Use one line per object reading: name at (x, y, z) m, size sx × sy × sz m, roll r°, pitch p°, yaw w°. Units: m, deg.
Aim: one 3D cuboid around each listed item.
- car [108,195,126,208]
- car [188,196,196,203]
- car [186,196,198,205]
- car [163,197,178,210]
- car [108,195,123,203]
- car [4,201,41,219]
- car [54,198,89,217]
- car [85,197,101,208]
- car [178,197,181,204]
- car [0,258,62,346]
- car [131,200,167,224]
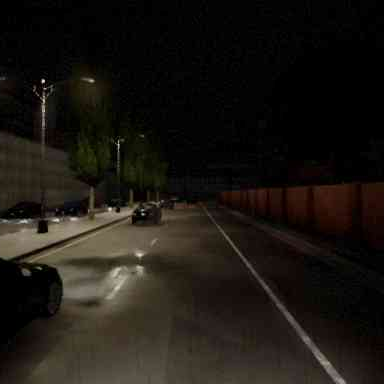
car at (-11.562, 1.674, 51.593) m, size 2.033 × 1.411 × 5.357 m, roll 0°, pitch 0°, yaw 0°
car at (0.002, 1.630, 70.820) m, size 1.812 × 1.442 × 4.674 m, roll 0°, pitch 0°, yaw 0°
car at (0.002, 1.653, 60.561) m, size 1.837 × 1.490 × 4.892 m, roll 0°, pitch 0°, yaw 0°
car at (-3.399, 1.658, 45.399) m, size 2.033 × 1.411 × 5.357 m, roll 0°, pitch 0°, yaw 0°
car at (-14.998, 1.378, 65.458) m, size 1.837 × 1.490 × 4.892 m, roll 0°, pitch 0°, yaw 0°
car at (-15.096, 1.600, 30.294) m, size 1.812 × 1.442 × 4.674 m, roll 0°, pitch 0°, yaw 0°
car at (-11.595, 1.604, 32.221) m, size 1.812 × 1.442 × 4.674 m, roll 0°, pitch 0°, yaw 0°
car at (-15.070, 1.471, 49.224) m, size 2.097 × 1.767 × 4.553 m, roll 0°, pitch 0°, yaw 0°
car at (-3.498, 1.698, 70.781) m, size 2.128 × 1.511 × 4.902 m, roll 0°, pitch 0°, yaw 0°
car at (-3.400, 1.537, 4.502) m, size 1.812 × 1.442 × 4.674 m, roll 0°, pitch 0°, yaw 0°
car at (-3.399, 1.610, 25.657) m, size 2.033 × 1.411 × 5.357 m, roll 0°, pitch 0°, yaw 0°
